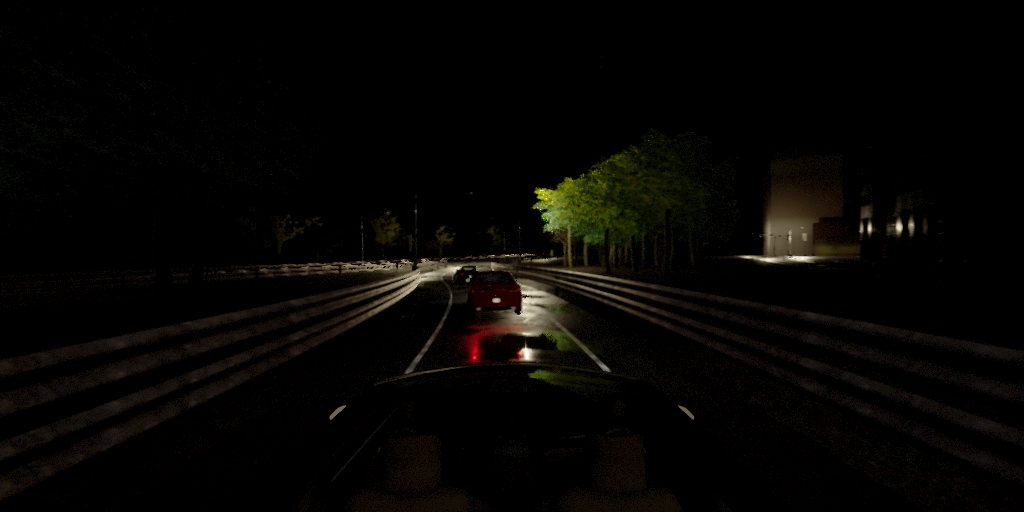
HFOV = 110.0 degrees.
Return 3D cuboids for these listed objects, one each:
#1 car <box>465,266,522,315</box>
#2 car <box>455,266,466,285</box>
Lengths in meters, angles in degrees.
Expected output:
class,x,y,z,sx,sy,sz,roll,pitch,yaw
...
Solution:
class,x,y,z,sx,sy,sz,roll,pitch,yaw
car,-0.795,1.313,14.152,1.882,1.535,5.008,0,0,-7
car,-3.487,1.488,28.678,1.994,1.385,4.181,-1,0,-13
